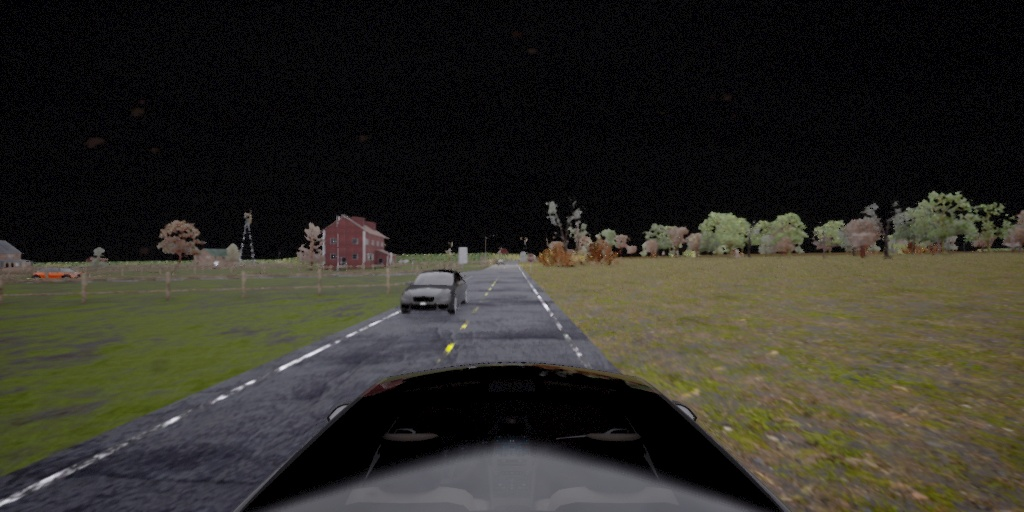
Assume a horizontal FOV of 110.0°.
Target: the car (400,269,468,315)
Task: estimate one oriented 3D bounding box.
[{"bbox_3d":[-2.847,1.292,13.932,1.837,1.490,4.892,0,0,0],"label":"car"}]
